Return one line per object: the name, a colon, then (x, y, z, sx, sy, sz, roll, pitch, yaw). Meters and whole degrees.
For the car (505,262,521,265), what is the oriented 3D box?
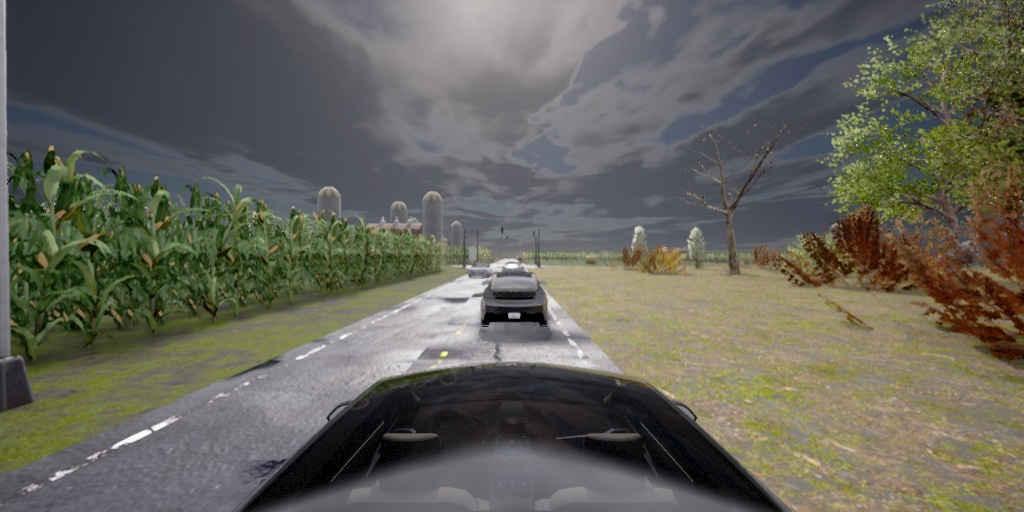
car: (0.095, 1.217, 28.984, 2.033, 1.411, 5.357, 0, 0, 0)

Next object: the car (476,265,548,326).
car: (0.072, 1.225, 11.469, 1.837, 1.490, 4.892, 0, 1, 0)

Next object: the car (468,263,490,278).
car: (-2.829, 1.262, 32.311, 1.895, 1.301, 4.718, 0, 0, 0)
